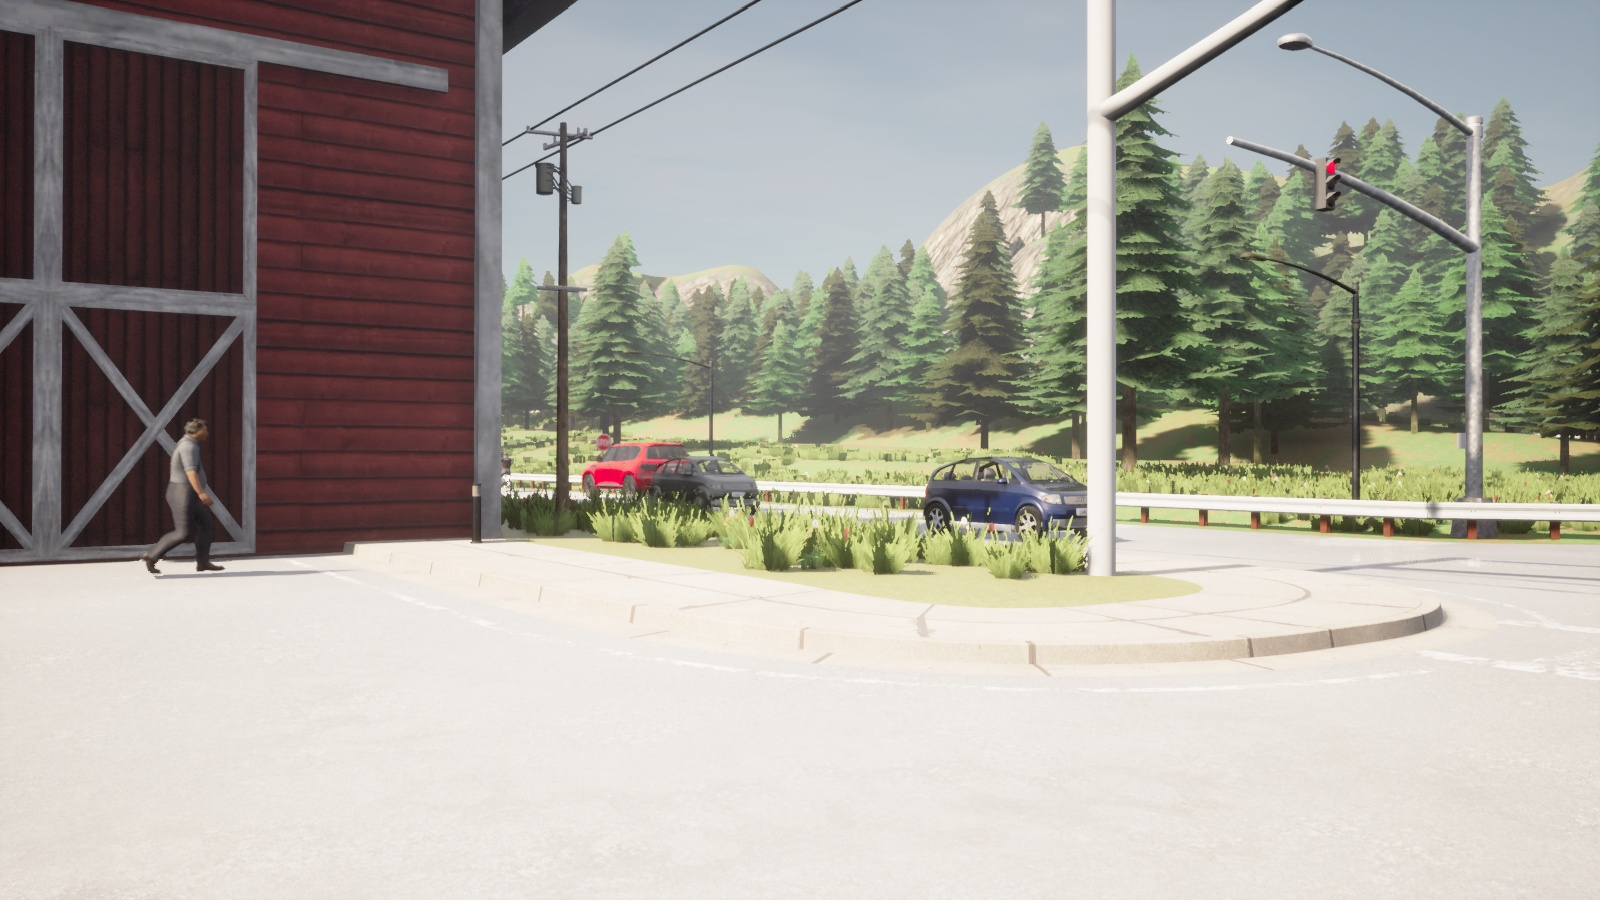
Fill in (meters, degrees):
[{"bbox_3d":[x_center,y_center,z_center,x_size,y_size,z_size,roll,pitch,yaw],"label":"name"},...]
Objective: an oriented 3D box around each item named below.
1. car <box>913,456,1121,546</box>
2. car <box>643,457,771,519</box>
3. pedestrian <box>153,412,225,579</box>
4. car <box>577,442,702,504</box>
[{"bbox_3d":[4.008,0.891,23.679,1.789,1.549,3.705,0,0,-34],"label":"car"},{"bbox_3d":[-2.536,0.968,33.448,1.789,1.549,3.705,0,0,-34],"label":"car"},{"bbox_3d":[-6.935,0.501,14.282,0.694,1.848,0.540,0,0,-21],"label":"pedestrian"},{"bbox_3d":[-5.798,0.786,44.608,2.150,2.045,5.566,0,0,-34],"label":"car"}]
